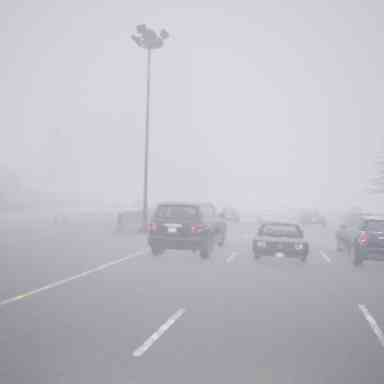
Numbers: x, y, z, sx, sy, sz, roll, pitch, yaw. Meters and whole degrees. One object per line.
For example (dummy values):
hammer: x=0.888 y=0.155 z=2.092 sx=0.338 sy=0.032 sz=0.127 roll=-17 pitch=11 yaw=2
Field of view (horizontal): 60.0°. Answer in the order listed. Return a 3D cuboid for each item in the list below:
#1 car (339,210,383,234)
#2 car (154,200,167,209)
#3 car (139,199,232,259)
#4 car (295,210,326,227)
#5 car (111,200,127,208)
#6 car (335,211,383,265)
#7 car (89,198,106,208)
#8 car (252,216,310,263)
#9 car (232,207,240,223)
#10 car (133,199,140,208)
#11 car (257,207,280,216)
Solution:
car: x=13.324 y=2.233 z=26.017 sx=2.033 sy=1.411 sz=5.357 roll=1 pitch=-1 yaw=10
car: x=-5.385 y=2.115 z=57.256 sx=1.837 sy=1.490 sz=4.892 roll=2 pitch=0 yaw=0
car: x=0.020 y=1.405 z=13.760 sx=2.150 sy=2.045 sz=5.566 roll=1 pitch=-1 yaw=15
car: x=10.231 y=2.209 z=28.946 sx=1.994 sy=1.385 sz=4.181 roll=1 pitch=-1 yaw=9
car: x=-12.349 y=2.019 z=56.176 sx=1.895 sy=1.301 sz=4.718 roll=1 pitch=-1 yaw=1
car: x=6.997 y=1.702 z=12.901 sx=2.097 sy=1.767 sz=4.553 roll=1 pitch=-1 yaw=14
car: x=-15.892 y=1.817 z=56.133 sx=2.128 sy=1.511 sz=4.902 roll=1 pitch=-1 yaw=0
car: x=3.503 y=1.867 z=13.320 sx=1.895 sy=1.301 sz=4.718 roll=1 pitch=-1 yaw=14
car: x=3.369 y=2.050 z=30.367 sx=1.994 sy=1.385 sz=4.181 roll=1 pitch=-1 yaw=9
car: x=-8.879 y=2.020 z=56.895 sx=1.837 sy=1.490 sz=4.892 roll=2 pitch=0 yaw=0
car: x=6.872 y=2.097 z=30.097 sx=1.812 sy=1.442 sz=4.674 roll=1 pitch=0 yaw=9
